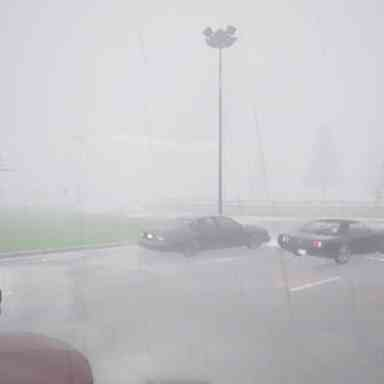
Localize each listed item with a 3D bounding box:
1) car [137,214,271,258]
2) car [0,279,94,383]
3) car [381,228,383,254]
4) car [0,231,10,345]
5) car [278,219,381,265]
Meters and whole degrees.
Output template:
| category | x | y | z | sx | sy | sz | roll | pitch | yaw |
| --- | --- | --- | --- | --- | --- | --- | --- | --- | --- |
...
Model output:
| category | x | y | z | sx | sy | sz | roll | pitch | yaw |
| --- | --- | --- | --- | --- | --- | --- | --- | --- | --- |
| car | 0.607 | 1.563 | 12.822 | 5.357 | 1.411 | 2.033 | 0 | 0 | -35 |
| car | -2.858 | 1.523 | 1.704 | 4.674 | 1.442 | 1.812 | 0 | 0 | -36 |
| car | 7.303 | 1.623 | 8.990 | 4.718 | 1.301 | 1.895 | 0 | 0 | -35 |
| car | -5.301 | 1.473 | 4.260 | 5.008 | 1.535 | 1.882 | 0 | 0 | -36 |
| car | 5.322 | 1.623 | 11.874 | 4.718 | 1.301 | 1.895 | 0 | 0 | -35 |
